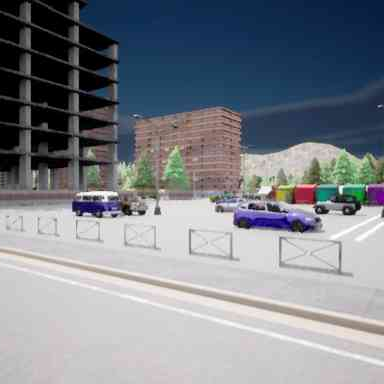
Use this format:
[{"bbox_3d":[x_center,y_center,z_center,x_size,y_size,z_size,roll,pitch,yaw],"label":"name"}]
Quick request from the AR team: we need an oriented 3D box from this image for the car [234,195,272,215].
[{"bbox_3d":[5.846,1.333,34.617,3.905,1.438,1.784,0,0,36],"label":"car"}]

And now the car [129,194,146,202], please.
[{"bbox_3d":[-14.092,1.263,88.647,1.851,1.617,3.988,0,0,36],"label":"car"}]

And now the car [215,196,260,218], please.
[{"bbox_3d":[4.156,1.364,32.266,3.806,1.475,1.970,0,0,36],"label":"car"}]

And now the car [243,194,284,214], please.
[{"bbox_3d":[7.371,1.123,36.825,4.605,1.855,1.932,0,0,36],"label":"car"}]
